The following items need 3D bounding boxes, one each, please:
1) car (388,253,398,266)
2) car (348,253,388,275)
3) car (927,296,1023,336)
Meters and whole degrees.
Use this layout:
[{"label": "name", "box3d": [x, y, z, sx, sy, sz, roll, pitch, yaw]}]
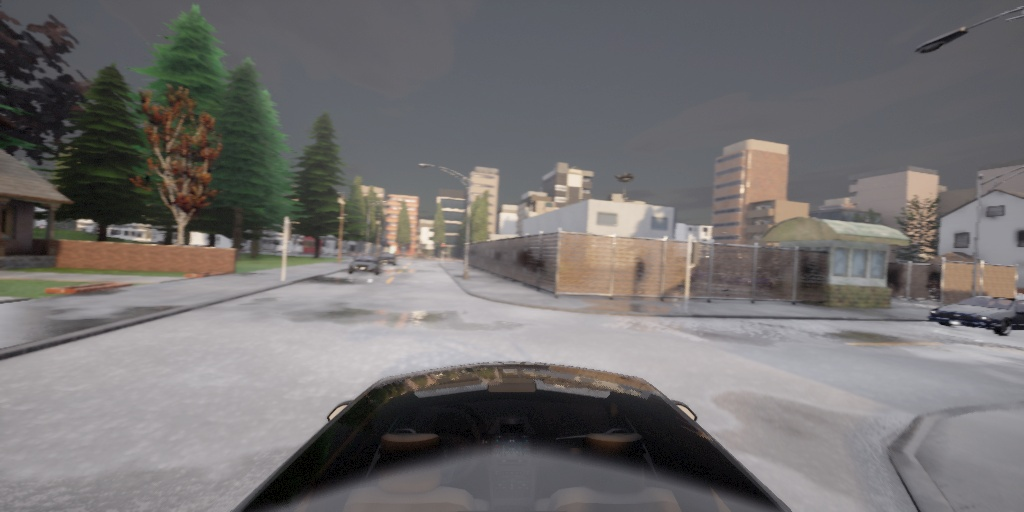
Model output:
[{"label": "car", "box3d": [-14.204, 0.358, 41.144, 2.033, 1.411, 5.357, 3, 0, -13]}, {"label": "car", "box3d": [-10.697, 0.620, 26.546, 1.994, 1.385, 4.181, 3, 0, -13]}, {"label": "car", "box3d": [20.348, 2.436, 14.981, 5.357, 1.411, 2.033, 3, 0, -14]}]
